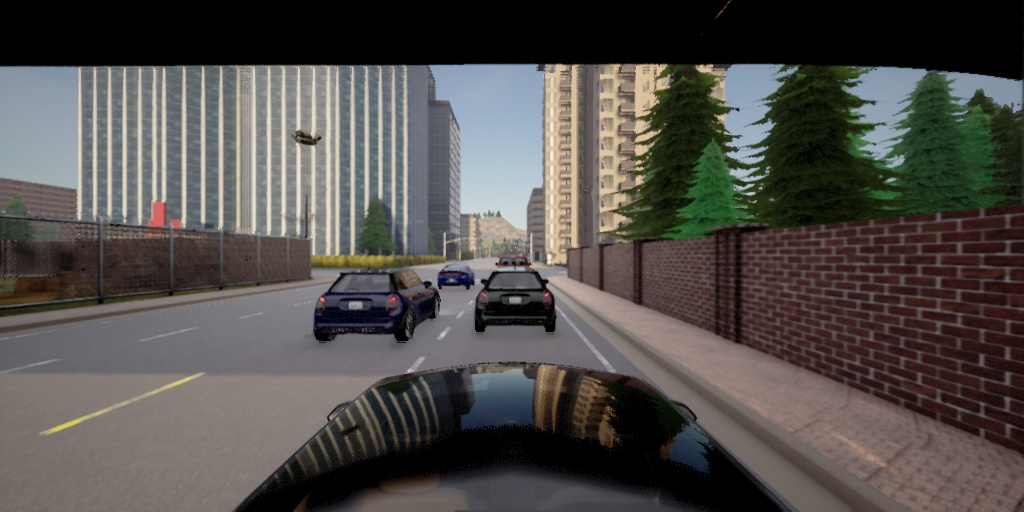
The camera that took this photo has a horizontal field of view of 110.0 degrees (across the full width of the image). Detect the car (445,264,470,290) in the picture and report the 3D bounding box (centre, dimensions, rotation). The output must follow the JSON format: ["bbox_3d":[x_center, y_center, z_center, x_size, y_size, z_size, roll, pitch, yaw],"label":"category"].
[{"bbox_3d":[-3.437,1.223,22.727,1.882,1.535,5.008,0,0,-1],"label":"car"}]

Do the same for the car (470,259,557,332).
[{"bbox_3d":[0.085,1.101,10.940,2.097,1.767,4.553,0,0,0],"label":"car"}]

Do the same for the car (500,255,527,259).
[{"bbox_3d":[0.089,0.967,22.354,2.150,2.045,5.566,0,0,0],"label":"car"}]

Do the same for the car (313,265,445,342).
[{"bbox_3d":[-3.415,1.099,9.961,2.097,1.767,4.553,0,0,0],"label":"car"}]
